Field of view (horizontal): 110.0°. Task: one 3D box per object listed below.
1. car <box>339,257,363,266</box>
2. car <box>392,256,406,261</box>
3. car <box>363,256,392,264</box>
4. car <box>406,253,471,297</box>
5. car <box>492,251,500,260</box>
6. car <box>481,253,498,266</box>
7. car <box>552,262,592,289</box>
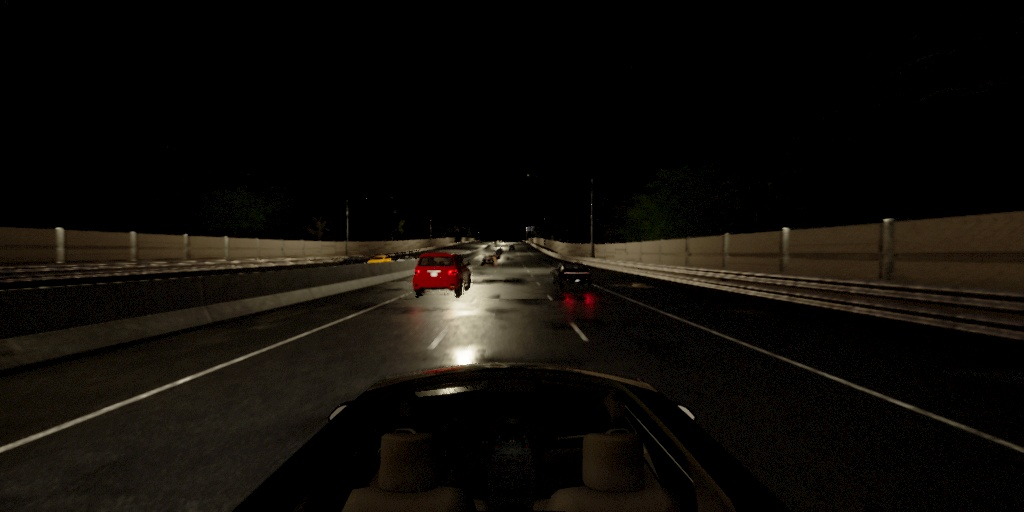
[{"bbox_3d":[-21.047,0.823,47.299,1.994,1.385,4.181,0,1,1],"label":"car"},{"bbox_3d":[-14.044,0.775,48.017,1.812,1.442,4.674,0,1,1],"label":"car"},{"bbox_3d":[-17.546,0.728,47.920,1.882,1.535,5.008,0,1,1],"label":"car"},{"bbox_3d":[-3.401,0.887,18.342,2.150,2.045,5.566,0,0,0],"label":"car"},{"bbox_3d":[-3.504,0.347,63.637,1.801,1.575,5.366,0,2,0],"label":"car"},{"bbox_3d":[-3.503,0.722,52.463,2.033,1.411,5.357,0,1,0],"label":"car"},{"bbox_3d":[3.597,1.113,22.095,2.128,1.511,4.902,0,1,0],"label":"car"}]
